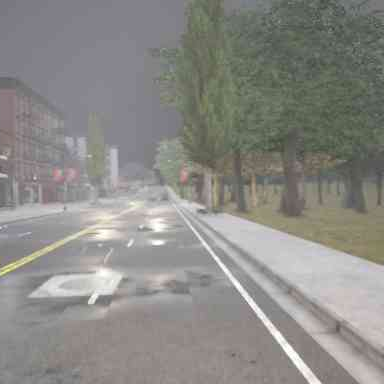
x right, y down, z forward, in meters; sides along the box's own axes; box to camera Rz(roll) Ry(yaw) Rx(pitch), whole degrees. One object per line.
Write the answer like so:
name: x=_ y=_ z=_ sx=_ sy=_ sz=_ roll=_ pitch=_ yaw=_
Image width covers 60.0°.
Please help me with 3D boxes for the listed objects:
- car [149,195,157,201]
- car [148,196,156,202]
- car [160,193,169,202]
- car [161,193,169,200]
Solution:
car: x=-10.997 y=1.699 z=93.958 sx=1.895 sy=1.301 sz=4.718 roll=-1 pitch=0 yaw=-5
car: x=-10.264 y=1.782 z=85.203 sx=1.812 sy=1.442 sz=4.674 roll=-1 pitch=0 yaw=-5
car: x=-6.958 y=1.695 z=84.646 sx=1.837 sy=1.490 sz=4.892 roll=-1 pitch=0 yaw=-5
car: x=-7.766 y=1.268 z=94.226 sx=2.150 sy=2.045 sz=5.566 roll=-1 pitch=0 yaw=-5
